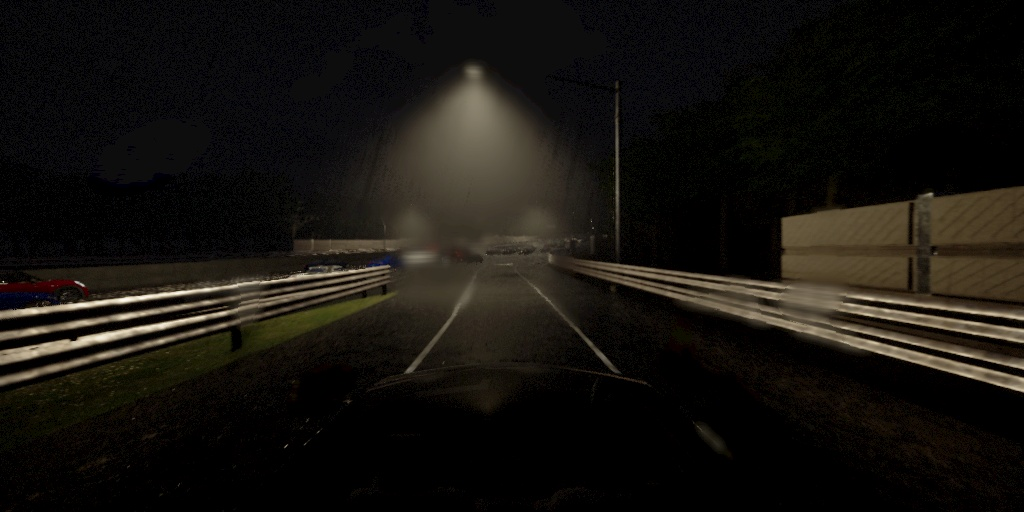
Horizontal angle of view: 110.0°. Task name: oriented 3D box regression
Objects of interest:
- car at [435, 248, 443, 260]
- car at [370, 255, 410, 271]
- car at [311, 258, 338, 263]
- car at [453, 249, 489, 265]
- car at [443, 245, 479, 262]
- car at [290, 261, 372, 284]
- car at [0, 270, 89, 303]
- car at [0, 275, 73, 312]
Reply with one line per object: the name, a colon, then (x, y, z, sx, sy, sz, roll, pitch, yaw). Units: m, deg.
car: (-9.611, -0.111, 54.958, 1.812, 1.442, 4.674, 1, 2, 16)
car: (-11.866, 0.683, 34.827, 1.882, 1.535, 5.008, 0, 2, 16)
car: (-16.351, 0.903, 31.937, 1.994, 1.385, 4.181, 0, 2, 16)
car: (-5.134, 0.238, 45.376, 2.128, 1.511, 4.902, 1, 2, 16)
car: (-7.139, -0.260, 50.957, 2.150, 2.045, 5.566, 1, 2, 16)
car: (-11.605, 1.283, 23.155, 1.895, 1.301, 4.718, 0, 2, 16)
car: (-21.244, 1.359, 14.988, 2.097, 1.767, 4.553, 0, 2, 16)
car: (-18.522, 1.640, 11.790, 1.812, 1.442, 4.674, 0, 2, 16)
